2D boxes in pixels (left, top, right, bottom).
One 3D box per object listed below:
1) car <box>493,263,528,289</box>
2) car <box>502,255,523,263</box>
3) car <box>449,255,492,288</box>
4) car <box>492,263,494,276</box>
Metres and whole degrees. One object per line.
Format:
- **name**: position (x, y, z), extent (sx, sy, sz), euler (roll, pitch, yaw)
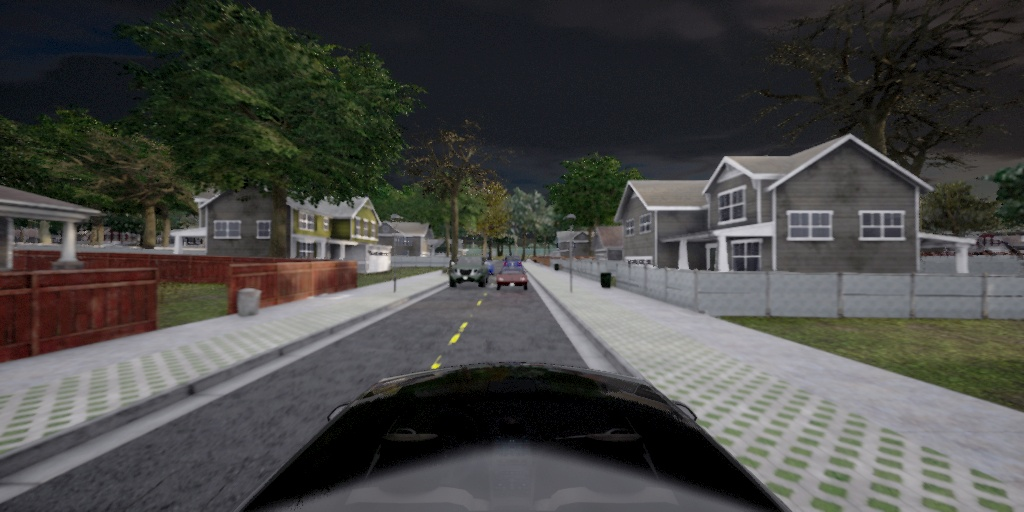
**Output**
- **car**: position (0.015, 1.335, 22.594), extent (1.895, 1.301, 4.718), euler (0, 0, 0)
- **car**: position (0.076, 0.934, 40.489), extent (2.150, 2.045, 5.566), euler (0, 0, 0)
- **car**: position (-2.761, 0.958, 24.084), extent (2.150, 2.045, 5.566), euler (0, 0, 0)
- **car**: position (-2.780, 1.198, 36.076), extent (1.882, 1.535, 5.008), euler (0, 0, 1)
